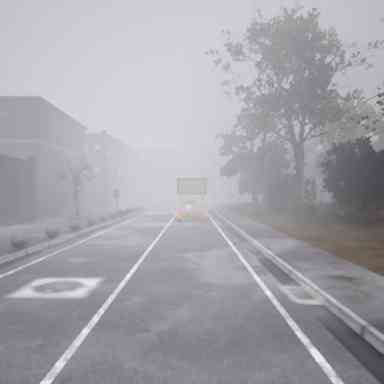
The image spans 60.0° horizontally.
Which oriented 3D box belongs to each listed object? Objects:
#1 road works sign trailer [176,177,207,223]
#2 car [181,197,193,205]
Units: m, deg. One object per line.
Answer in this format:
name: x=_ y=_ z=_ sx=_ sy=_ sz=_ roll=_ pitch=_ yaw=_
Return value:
road works sign trailer: x=0.002 y=0.625 z=26.771 sx=2.380 sy=3.560 sz=2.880 roll=0 pitch=0 yaw=0
car: x=-1.139 y=1.832 z=67.516 sx=1.837 sy=1.490 sz=4.892 roll=-1 pitch=0 yaw=12
